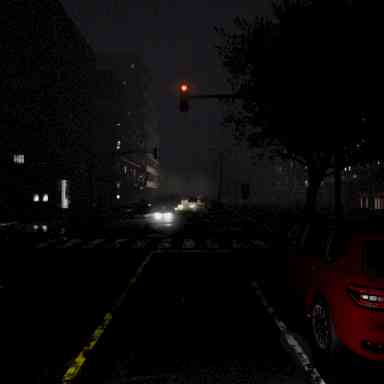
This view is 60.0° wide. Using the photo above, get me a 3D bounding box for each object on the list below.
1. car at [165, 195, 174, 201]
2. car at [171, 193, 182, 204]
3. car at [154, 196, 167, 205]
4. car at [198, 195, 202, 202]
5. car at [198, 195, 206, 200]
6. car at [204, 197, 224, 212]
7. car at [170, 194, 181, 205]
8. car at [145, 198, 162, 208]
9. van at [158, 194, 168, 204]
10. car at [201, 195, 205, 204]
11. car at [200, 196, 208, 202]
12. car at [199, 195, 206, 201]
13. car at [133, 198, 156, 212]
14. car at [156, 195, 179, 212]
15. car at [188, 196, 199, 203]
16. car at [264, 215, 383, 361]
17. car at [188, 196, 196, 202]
[{"bbox_3d":[-5.650,1.506,82.554,1.967,1.590,4.097,0,0,0],"label":"car"},{"bbox_3d":[-3.037,1.256,60.122,2.150,2.045,5.566,0,0,0],"label":"car"},{"bbox_3d":[-5.660,1.475,60.424,1.967,1.590,4.097,0,0,0],"label":"car"},{"bbox_3d":[2.723,1.624,65.951,1.802,1.307,4.206,0,0,0],"label":"car"},{"bbox_3d":[2.736,1.637,93.615,2.008,1.369,4.403,0,0,0],"label":"car"},{"bbox_3d":[2.710,1.556,38.288,1.887,1.381,4.507,0,0,0],"label":"car"},{"bbox_3d":[-3.062,1.500,49.409,1.882,1.535,5.008,0,0,0],"label":"car"},{"bbox_3d":[-5.665,1.573,49.358,2.008,1.369,4.403,0,0,0],"label":"car"},{"bbox_3d":[-5.657,1.383,65.957,1.690,1.788,3.998,0,0,0],"label":"van"},{"bbox_3d":[2.715,1.548,49.524,1.752,1.417,4.829,0,0,0],"label":"car"},{"bbox_3d":[2.728,1.583,77.187,1.752,1.417,4.829,0,0,0],"label":"car"},{"bbox_3d":[2.733,1.620,88.083,1.887,1.381,4.507,0,0,0],"label":"car"},{"bbox_3d":[-5.670,1.562,38.292,2.008,1.369,4.403,0,0,0],"label":"car"},{"bbox_3d":[-3.074,1.504,39.188,2.128,1.511,4.902,0,0,2],"label":"car"},{"bbox_3d":[0.137,1.611,69.468,1.994,1.385,4.181,0,0,0],"label":"car"},{"bbox_3d":[2.696,1.315,5.900,2.192,1.841,5.009,0,0,0],"label":"car"},{"bbox_3d":[0.040,1.656,79.369,1.895,1.301,4.718,0,0,0],"label":"car"}]
